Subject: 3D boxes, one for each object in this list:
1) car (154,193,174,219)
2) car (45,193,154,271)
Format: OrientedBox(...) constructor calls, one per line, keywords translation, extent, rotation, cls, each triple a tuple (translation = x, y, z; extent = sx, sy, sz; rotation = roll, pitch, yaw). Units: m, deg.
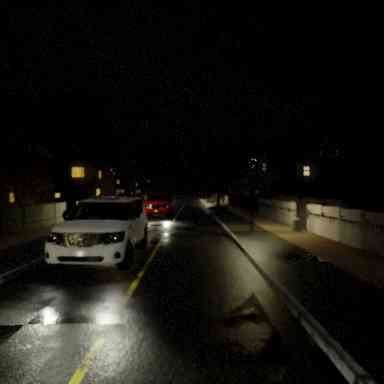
OrientedBox(translation=(-2.771, 1.129, 28.555), extent=(2.150, 2.045, 5.566), rotation=(0, 0, 0), cls="car")
OrientedBox(translation=(-2.806, 1.176, 11.160), extent=(2.150, 2.045, 5.566), rotation=(0, 1, 0), cls="car")
